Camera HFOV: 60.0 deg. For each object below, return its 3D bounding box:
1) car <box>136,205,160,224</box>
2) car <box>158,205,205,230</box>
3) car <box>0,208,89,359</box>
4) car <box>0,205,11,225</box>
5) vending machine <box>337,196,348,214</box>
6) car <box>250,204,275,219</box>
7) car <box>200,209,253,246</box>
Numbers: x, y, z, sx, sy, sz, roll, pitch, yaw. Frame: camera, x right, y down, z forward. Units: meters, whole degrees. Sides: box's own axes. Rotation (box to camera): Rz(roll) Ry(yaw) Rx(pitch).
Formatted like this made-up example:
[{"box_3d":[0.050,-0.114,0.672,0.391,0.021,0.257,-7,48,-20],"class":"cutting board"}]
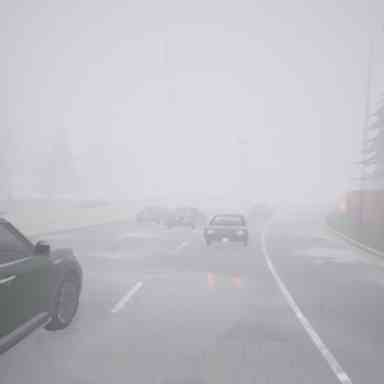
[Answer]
[{"box_3d":[-2.785,1.723,26.275,1.994,1.385,4.181,0,0,16],"class":"car"},{"box_3d":[-0.268,1.696,22.634,2.033,1.411,5.357,0,0,15],"class":"car"},{"box_3d":[-3.207,1.231,3.857,2.150,2.045,5.566,0,0,3],"class":"car"},{"box_3d":[-14.949,1.619,22.173,2.033,1.411,5.357,0,0,13],"class":"car"},{"box_3d":[18.163,1.552,40.132,1.100,2.100,0.880,0,0,30],"class":"vending machine"},{"box_3d":[6.861,1.814,32.617,1.994,1.385,4.181,0,0,22],"class":"car"},{"box_3d":[1.812,1.716,16.006,1.895,1.301,4.718,0,0,11],"class":"car"}]
